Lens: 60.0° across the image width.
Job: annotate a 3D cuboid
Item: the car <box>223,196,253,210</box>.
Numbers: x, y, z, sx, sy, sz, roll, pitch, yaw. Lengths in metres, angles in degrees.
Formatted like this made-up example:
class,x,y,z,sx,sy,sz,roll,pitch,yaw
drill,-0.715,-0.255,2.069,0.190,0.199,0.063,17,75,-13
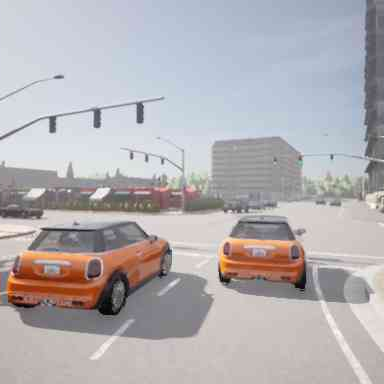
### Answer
class,x,y,z,sx,sy,sz,roll,pitch,yaw
car,5.840,1.682,43.551,2.150,2.045,5.566,0,-1,25

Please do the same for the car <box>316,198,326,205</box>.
class,x,y,z,sx,sy,sz,roll,pitch,yaw
car,30.710,2.233,79.244,2.097,1.767,4.553,0,-1,25

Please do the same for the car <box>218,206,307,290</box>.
class,x,y,z,sx,sy,sz,roll,pitch,yaw
car,2.201,1.458,9.754,2.097,1.767,4.553,0,-1,17

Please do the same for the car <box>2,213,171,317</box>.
class,x,y,z,sx,sy,sz,roll,pitch,yaw
car,-2.010,1.430,7.981,2.097,1.767,4.553,0,-1,13

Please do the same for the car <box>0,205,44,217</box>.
class,x,y,z,sx,sy,sz,roll,pitch,yaw
car,-16.823,1.959,32.684,4.718,1.301,1.895,0,-1,26

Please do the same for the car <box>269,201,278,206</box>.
class,x,y,z,sx,sy,sz,roll,pitch,yaw
car,14.465,2.263,61.533,1.895,1.301,4.718,0,-1,26

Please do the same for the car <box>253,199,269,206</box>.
class,x,y,z,sx,sy,sz,roll,pitch,yaw
car,10.136,1.914,52.546,2.097,1.767,4.553,0,-1,26

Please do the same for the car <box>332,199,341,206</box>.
class,x,y,z,sx,sy,sz,roll,pitch,yaw
car,33.899,2.369,77.798,1.837,1.490,4.892,0,-1,25

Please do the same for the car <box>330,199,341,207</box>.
class,x,y,z,sx,sy,sz,roll,pitch,yaw
car,29.622,2.364,68.820,1.895,1.301,4.718,0,-1,25
